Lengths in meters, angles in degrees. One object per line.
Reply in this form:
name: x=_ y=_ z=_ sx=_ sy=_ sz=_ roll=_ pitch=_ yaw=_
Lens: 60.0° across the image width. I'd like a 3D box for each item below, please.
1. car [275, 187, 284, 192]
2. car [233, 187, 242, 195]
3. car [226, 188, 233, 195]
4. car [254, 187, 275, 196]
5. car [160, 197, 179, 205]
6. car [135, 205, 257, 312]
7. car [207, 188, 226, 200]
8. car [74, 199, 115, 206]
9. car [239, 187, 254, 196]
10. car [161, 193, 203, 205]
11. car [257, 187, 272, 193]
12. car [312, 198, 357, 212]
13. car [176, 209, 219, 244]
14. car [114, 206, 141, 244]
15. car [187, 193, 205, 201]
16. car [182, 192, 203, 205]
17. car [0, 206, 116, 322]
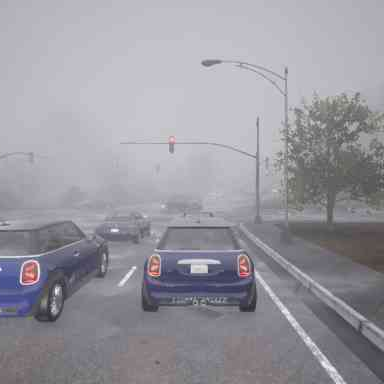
car: x=23.401 y=-0.598 z=89.378 sx=1.882 sy=1.535 sz=5.008 roll=0 pitch=3 yaw=38
car: x=12.304 y=-0.239 z=85.630 sx=2.150 sy=2.045 sz=5.566 roll=0 pitch=3 yaw=30
car: x=7.626 y=-0.028 z=84.689 sx=2.150 sy=2.045 sz=5.566 roll=0 pitch=3 yaw=30
car: x=17.662 y=0.142 z=80.977 sx=2.128 sy=1.511 sz=4.902 roll=0 pitch=3 yaw=33
car: x=-3.899 y=1.567 z=59.048 sx=1.994 sy=1.385 sz=4.181 roll=0 pitch=1 yaw=18
car: x=0.139 y=1.361 z=7.909 sx=2.097 sy=1.767 sz=4.553 roll=0 pitch=0 yaw=0
car: x=5.062 y=0.657 z=72.422 sx=2.150 sy=2.045 sz=5.566 roll=0 pitch=3 yaw=23
car: x=-11.973 y=1.605 z=40.842 sx=4.892 sy=1.490 sz=1.837 roll=0 pitch=3 yaw=-30
car: x=14.132 y=0.206 z=81.913 sx=1.812 sy=1.442 sz=4.674 roll=0 pitch=3 yaw=33
car: x=-1.077 y=1.307 z=37.864 sx=2.150 sy=2.045 sz=5.566 roll=-1 pitch=0 yaw=-32
car: x=19.801 y=-0.522 z=90.398 sx=2.128 sy=1.511 sz=4.902 roll=0 pitch=3 yaw=38
car: x=16.434 y=1.532 z=38.431 sx=4.892 sy=1.490 sz=1.837 roll=-1 pitch=0 yaw=4
car: x=0.326 y=1.633 z=16.940 sx=1.895 sy=1.301 sz=4.718 roll=0 pitch=0 yaw=2
car: x=-3.199 y=1.594 z=16.018 sx=1.994 sy=1.385 sz=4.181 roll=0 pitch=0 yaw=2
car: x=0.810 y=1.085 z=71.506 sx=2.128 sy=1.511 sz=4.902 roll=0 pitch=3 yaw=23
car: x=0.128 y=1.169 z=60.114 sx=2.150 sy=2.045 sz=5.566 roll=0 pitch=1 yaw=19
car: x=-3.365 y=1.361 z=7.405 sx=2.097 sy=1.767 sz=4.553 roll=0 pitch=0 yaw=1
